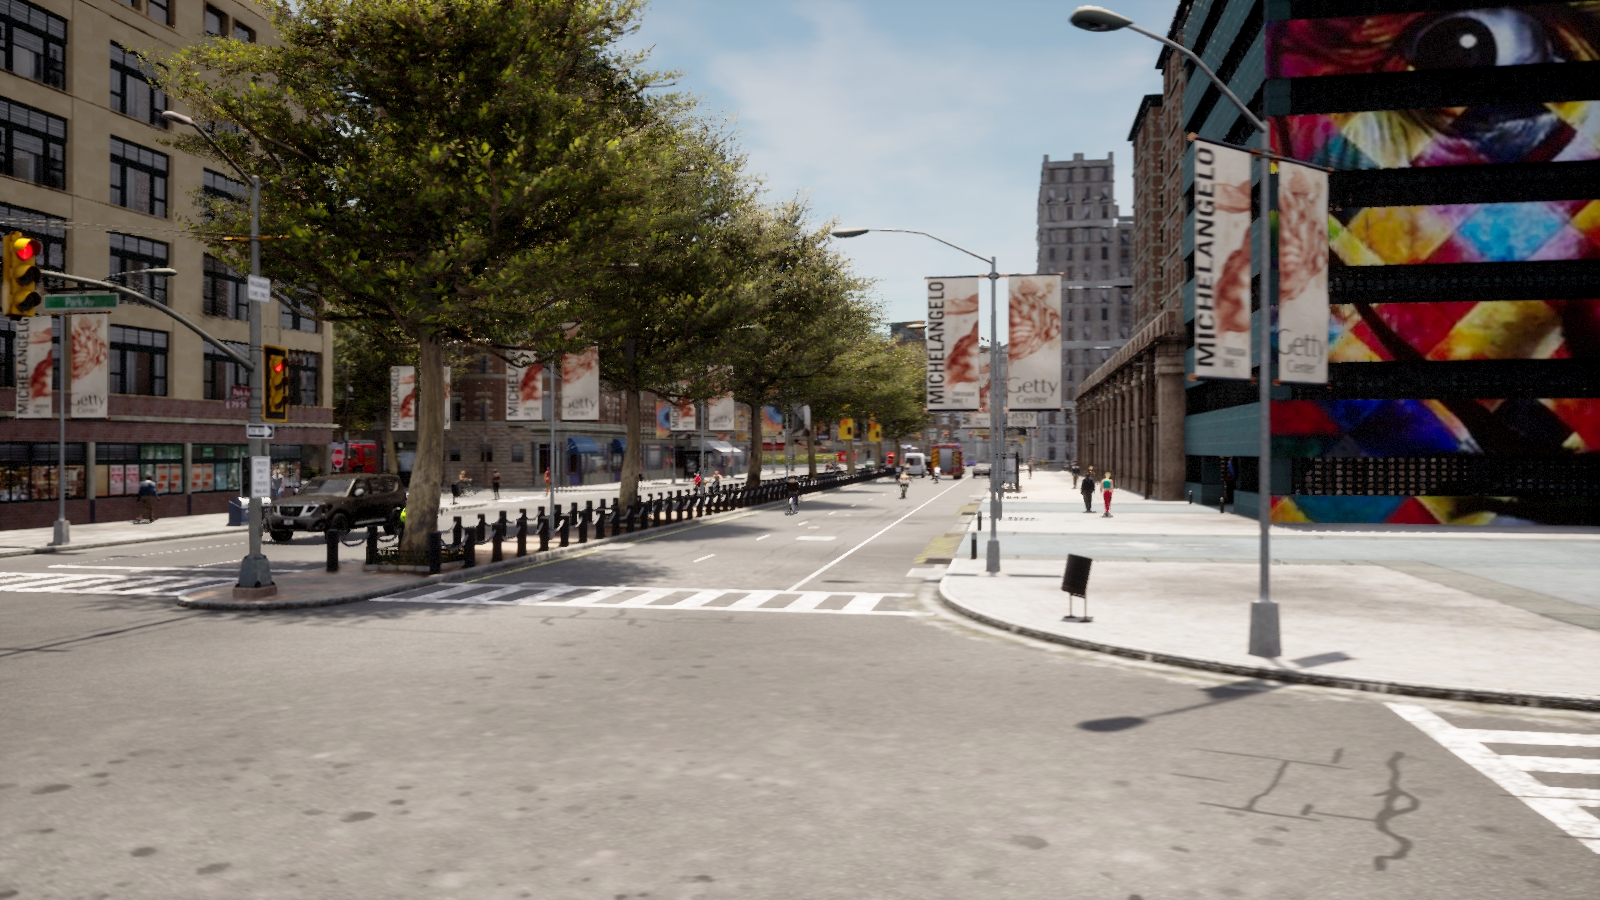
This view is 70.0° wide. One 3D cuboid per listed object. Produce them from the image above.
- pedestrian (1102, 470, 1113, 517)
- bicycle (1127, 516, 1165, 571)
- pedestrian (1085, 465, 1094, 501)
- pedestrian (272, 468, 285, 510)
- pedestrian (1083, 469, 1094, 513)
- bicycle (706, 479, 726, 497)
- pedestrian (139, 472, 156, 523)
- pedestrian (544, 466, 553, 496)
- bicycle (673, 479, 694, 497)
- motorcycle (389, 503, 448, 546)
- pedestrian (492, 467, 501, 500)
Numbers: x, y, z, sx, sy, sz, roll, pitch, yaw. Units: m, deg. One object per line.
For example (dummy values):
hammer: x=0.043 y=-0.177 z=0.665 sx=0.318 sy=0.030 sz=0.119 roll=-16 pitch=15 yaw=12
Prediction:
pedestrian: x=12.302 y=1.726 z=45.700 sx=0.375 sy=1.860 sz=0.375 roll=0 pitch=0 yaw=18
bicycle: x=8.333 y=2.228 z=27.489 sx=0.329 sy=1.171 sz=1.835 roll=0 pitch=0 yaw=34
pedestrian: x=15.300 y=1.736 z=60.353 sx=0.375 sy=1.860 sz=0.375 roll=0 pitch=0 yaw=30
pedestrian: x=-23.113 y=1.723 z=50.653 sx=0.375 sy=1.860 sz=0.375 roll=0 pitch=0 yaw=10
pedestrian: x=12.235 y=1.728 z=48.471 sx=0.375 sy=1.860 sz=0.375 roll=0 pitch=0 yaw=23
bicycle: x=-5.102 y=2.298 z=69.622 sx=0.859 sy=1.080 sz=1.487 roll=0 pitch=0 yaw=11
pedestrian: x=-23.675 y=1.717 z=41.448 sx=0.375 sy=1.860 sz=0.375 roll=0 pitch=0 yaw=17
pedestrian: x=-15.383 y=1.889 z=69.811 sx=0.375 sy=1.860 sz=0.375 roll=0 pitch=0 yaw=21
bicycle: x=-7.105 y=2.297 z=69.616 sx=0.859 sy=1.080 sz=1.487 roll=0 pitch=0 yaw=11
motorcycle: x=-11.525 y=2.232 z=34.555 sx=0.803 sy=1.145 sz=2.033 roll=0 pitch=0 yaw=11
pedestrian: x=-17.210 y=1.885 z=64.822 sx=0.375 sy=1.860 sz=0.375 roll=0 pitch=0 yaw=2
